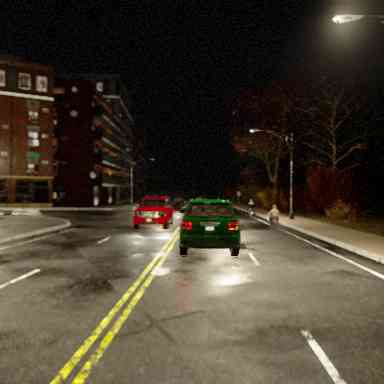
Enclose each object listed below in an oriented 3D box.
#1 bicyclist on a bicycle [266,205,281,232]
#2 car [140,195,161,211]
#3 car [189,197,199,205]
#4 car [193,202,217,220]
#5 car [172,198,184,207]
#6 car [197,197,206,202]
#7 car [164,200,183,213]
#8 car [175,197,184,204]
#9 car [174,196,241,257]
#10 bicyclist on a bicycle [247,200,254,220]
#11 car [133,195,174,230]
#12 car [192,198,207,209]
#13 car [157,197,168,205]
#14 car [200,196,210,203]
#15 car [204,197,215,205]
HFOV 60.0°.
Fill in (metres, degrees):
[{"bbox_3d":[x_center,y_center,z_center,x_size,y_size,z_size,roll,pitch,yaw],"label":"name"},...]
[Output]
[{"bbox_3d":[4.997,1.596,20.211,0.866,1.612,1.509,1,0,1],"label":"bicyclist on a bicycle"},{"bbox_3d":[-5.456,1.410,44.502,2.150,2.045,5.566,1,0,0],"label":"car"},{"bbox_3d":[0.475,1.880,71.884,1.837,1.490,4.892,1,0,-3],"label":"car"},{"bbox_3d":[1.180,1.733,31.775,2.033,1.411,5.357,1,0,1],"label":"car"},{"bbox_3d":[-2.350,1.851,57.844,1.994,1.385,4.181,1,0,-1],"label":"car"},{"bbox_3d":[2.515,2.031,92.446,2.033,1.411,5.357,1,0,-4],"label":"car"},{"bbox_3d":[-2.213,1.764,40.429,1.994,1.385,4.181,1,0,0],"label":"car"},{"bbox_3d":[-2.869,1.837,73.867,1.882,1.535,5.008,1,0,-3],"label":"car"},{"bbox_3d":[0.691,1.304,13.550,2.150,2.045,5.566,1,0,2],"label":"car"},{"bbox_3d":[5.181,1.581,29.354,0.659,1.776,1.843,1,0,1],"label":"bicyclist on a bicycle"},{"bbox_3d":[-2.462,1.322,22.395,2.150,2.045,5.566,1,0,2],"label":"car"},{"bbox_3d":[1.126,1.788,53.286,2.128,1.511,4.902,1,0,-1],"label":"car"},{"bbox_3d":[-5.758,1.769,64.974,1.882,1.535,5.008,1,0,-2],"label":"car"},{"bbox_3d":[3.191,1.807,82.303,2.097,1.767,4.553,1,0,-3],"label":"car"},{"bbox_3d":[3.715,1.888,72.180,1.882,1.535,5.008,1,0,-3],"label":"car"}]
